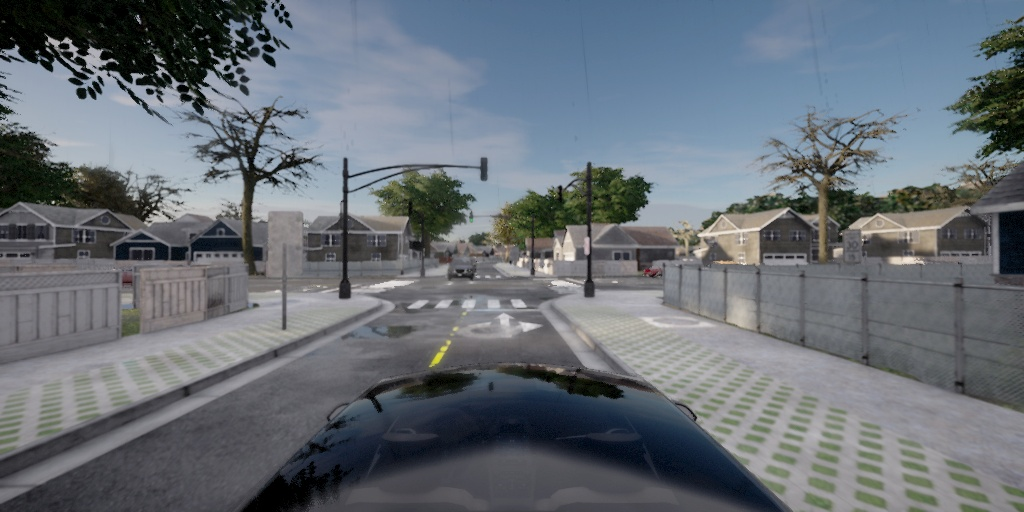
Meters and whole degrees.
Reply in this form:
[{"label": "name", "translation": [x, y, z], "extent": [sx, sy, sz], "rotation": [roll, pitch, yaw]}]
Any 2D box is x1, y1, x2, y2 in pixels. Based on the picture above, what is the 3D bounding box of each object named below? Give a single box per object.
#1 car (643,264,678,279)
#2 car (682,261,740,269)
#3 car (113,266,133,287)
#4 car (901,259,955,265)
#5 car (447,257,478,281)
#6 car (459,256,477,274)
[{"label": "car", "translation": [13.986, 1.357, 31.282], "extent": [4.718, 1.301, 1.895], "rotation": [0, -1, -3]}, {"label": "car", "translation": [16.152, 1.194, 28.155], "extent": [5.008, 1.535, 1.882], "rotation": [0, -1, -3]}, {"label": "car", "translation": [-23.011, 1.292, 22.357], "extent": [4.181, 1.385, 1.994], "rotation": [0, -1, -3]}, {"label": "car", "translation": [37.529, 1.037, 32.657], "extent": [4.902, 1.511, 2.128], "rotation": [-1, 0, -3]}, {"label": "car", "translation": [-4.329, 1.146, 31.070], "extent": [2.150, 2.045, 5.566], "rotation": [0, 0, -5]}, {"label": "car", "translation": [-5.732, 1.159, 47.182], "extent": [2.150, 2.045, 5.566], "rotation": [0, 1, -5]}]
